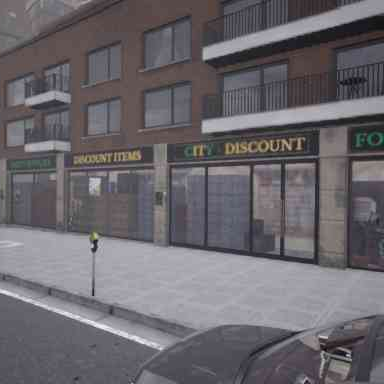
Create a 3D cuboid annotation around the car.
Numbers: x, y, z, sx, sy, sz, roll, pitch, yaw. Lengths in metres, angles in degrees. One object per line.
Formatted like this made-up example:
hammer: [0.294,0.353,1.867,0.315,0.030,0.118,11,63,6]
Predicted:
car: [1.447,1.551,2.040,4.403,1.369,2.008,0,1,35]
